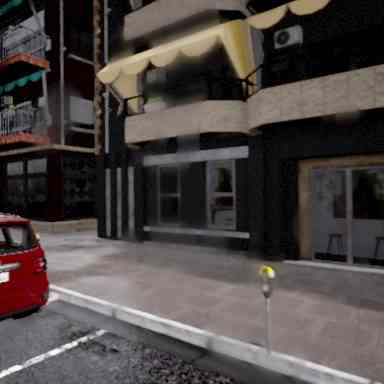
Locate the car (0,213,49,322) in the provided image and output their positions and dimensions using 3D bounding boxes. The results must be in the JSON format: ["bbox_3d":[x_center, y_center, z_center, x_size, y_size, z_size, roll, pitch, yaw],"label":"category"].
[{"bbox_3d":[-4.614,1.260,5.998,5.009,1.841,2.192,1,-1,36],"label":"car"}]
